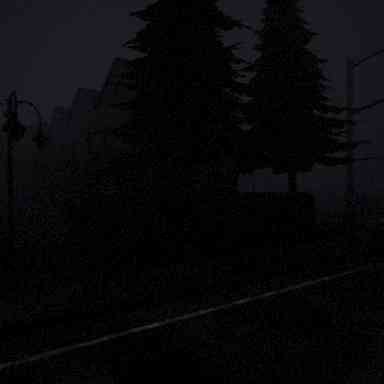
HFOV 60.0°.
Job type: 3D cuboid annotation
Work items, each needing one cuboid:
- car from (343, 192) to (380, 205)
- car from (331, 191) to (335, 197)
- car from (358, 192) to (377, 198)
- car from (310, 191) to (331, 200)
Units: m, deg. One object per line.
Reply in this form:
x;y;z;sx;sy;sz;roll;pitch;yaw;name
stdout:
23.790;0.790;46.811;1.932;1.855;4.605;0;0;-36;car
28.652;0.666;72.266;1.932;1.855;4.605;0;0;-36;car
43.803;0.819;83.030;1.845;1.501;3.633;0;0;-36;car
26.537;0.665;70.231;1.905;1.878;3.866;0;0;-36;car
